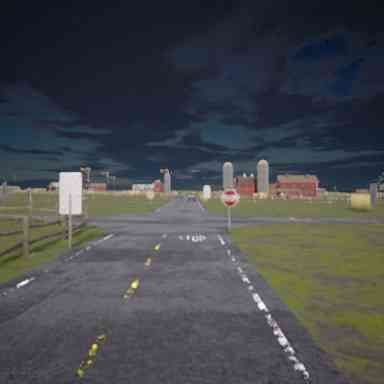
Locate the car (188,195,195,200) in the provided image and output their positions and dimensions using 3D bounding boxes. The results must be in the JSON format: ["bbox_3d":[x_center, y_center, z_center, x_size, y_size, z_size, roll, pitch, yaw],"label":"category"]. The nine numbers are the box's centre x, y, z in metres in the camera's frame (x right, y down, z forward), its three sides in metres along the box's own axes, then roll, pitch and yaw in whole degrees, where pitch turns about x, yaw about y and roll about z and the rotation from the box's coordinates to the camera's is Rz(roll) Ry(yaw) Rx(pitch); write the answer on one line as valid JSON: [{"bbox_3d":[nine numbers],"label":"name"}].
[{"bbox_3d":[-0.102,1.373,83.447,1.895,1.301,4.718,0,0,0],"label":"car"}]

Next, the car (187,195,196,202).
[{"bbox_3d":[-0.089,1.426,73.378,1.812,1.442,4.674,0,0,0],"label":"car"}]

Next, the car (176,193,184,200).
[{"bbox_3d":[-2.847,1.017,78.412,1.837,1.490,4.892,0,0,0],"label":"car"}]
